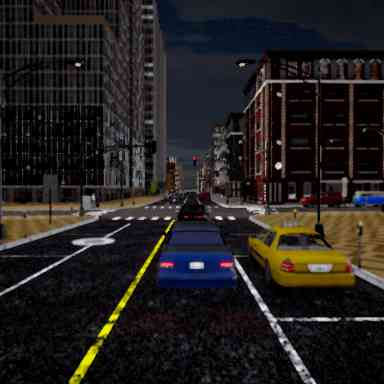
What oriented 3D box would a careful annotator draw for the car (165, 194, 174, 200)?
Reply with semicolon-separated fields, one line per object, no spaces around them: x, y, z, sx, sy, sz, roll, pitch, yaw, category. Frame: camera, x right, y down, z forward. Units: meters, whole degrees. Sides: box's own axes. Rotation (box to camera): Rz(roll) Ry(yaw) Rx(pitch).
-5.335;1.094;80.386;1.887;1.381;4.507;0;0;0;car

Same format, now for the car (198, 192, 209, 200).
2.546;0.895;74.793;2.192;1.841;5.009;0;0;0;car

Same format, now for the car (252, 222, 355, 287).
2.562;1.473;8.963;1.752;1.417;4.829;0;0;0;car

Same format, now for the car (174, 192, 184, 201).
-2.766;0.954;71.311;2.097;1.767;4.553;0;0;0;car

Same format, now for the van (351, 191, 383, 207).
20.960;0.826;39.215;3.998;1.788;1.690;-1;1;-1;van

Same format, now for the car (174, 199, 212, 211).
0.079;1.397;18.852;1.837;1.490;4.892;0;0;0;car

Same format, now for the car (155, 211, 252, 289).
0.095;1.495;9.110;2.033;1.411;5.357;0;0;0;car

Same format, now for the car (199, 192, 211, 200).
2.549;0.957;63.608;2.192;1.841;5.009;0;0;0;car

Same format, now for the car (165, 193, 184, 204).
-2.839;1.176;55.712;2.128;1.511;4.902;0;0;0;car

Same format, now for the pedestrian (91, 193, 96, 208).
-12.358;1.033;41.794;0.375;1.860;0.375;0;1;-1;pedestrian

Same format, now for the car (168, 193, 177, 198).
-5.338;1.038;91.571;2.008;1.369;4.403;0;0;0;car

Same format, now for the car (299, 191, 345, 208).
15.304;0.871;39.154;5.009;1.841;2.192;-1;1;-1;car
